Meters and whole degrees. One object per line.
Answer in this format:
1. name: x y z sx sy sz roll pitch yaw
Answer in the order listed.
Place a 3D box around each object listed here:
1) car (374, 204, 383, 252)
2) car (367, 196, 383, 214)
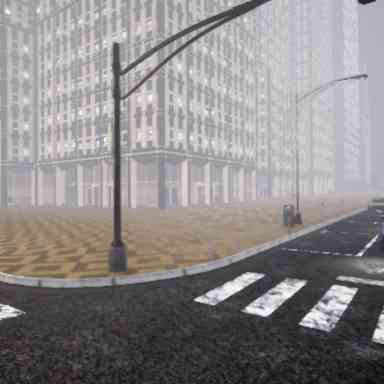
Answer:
1. car: 8.014 1.256 12.043 1.812 1.442 4.674 -1 1 35
2. car: 15.539 1.037 27.190 1.947 1.339 4.313 1 1 35
